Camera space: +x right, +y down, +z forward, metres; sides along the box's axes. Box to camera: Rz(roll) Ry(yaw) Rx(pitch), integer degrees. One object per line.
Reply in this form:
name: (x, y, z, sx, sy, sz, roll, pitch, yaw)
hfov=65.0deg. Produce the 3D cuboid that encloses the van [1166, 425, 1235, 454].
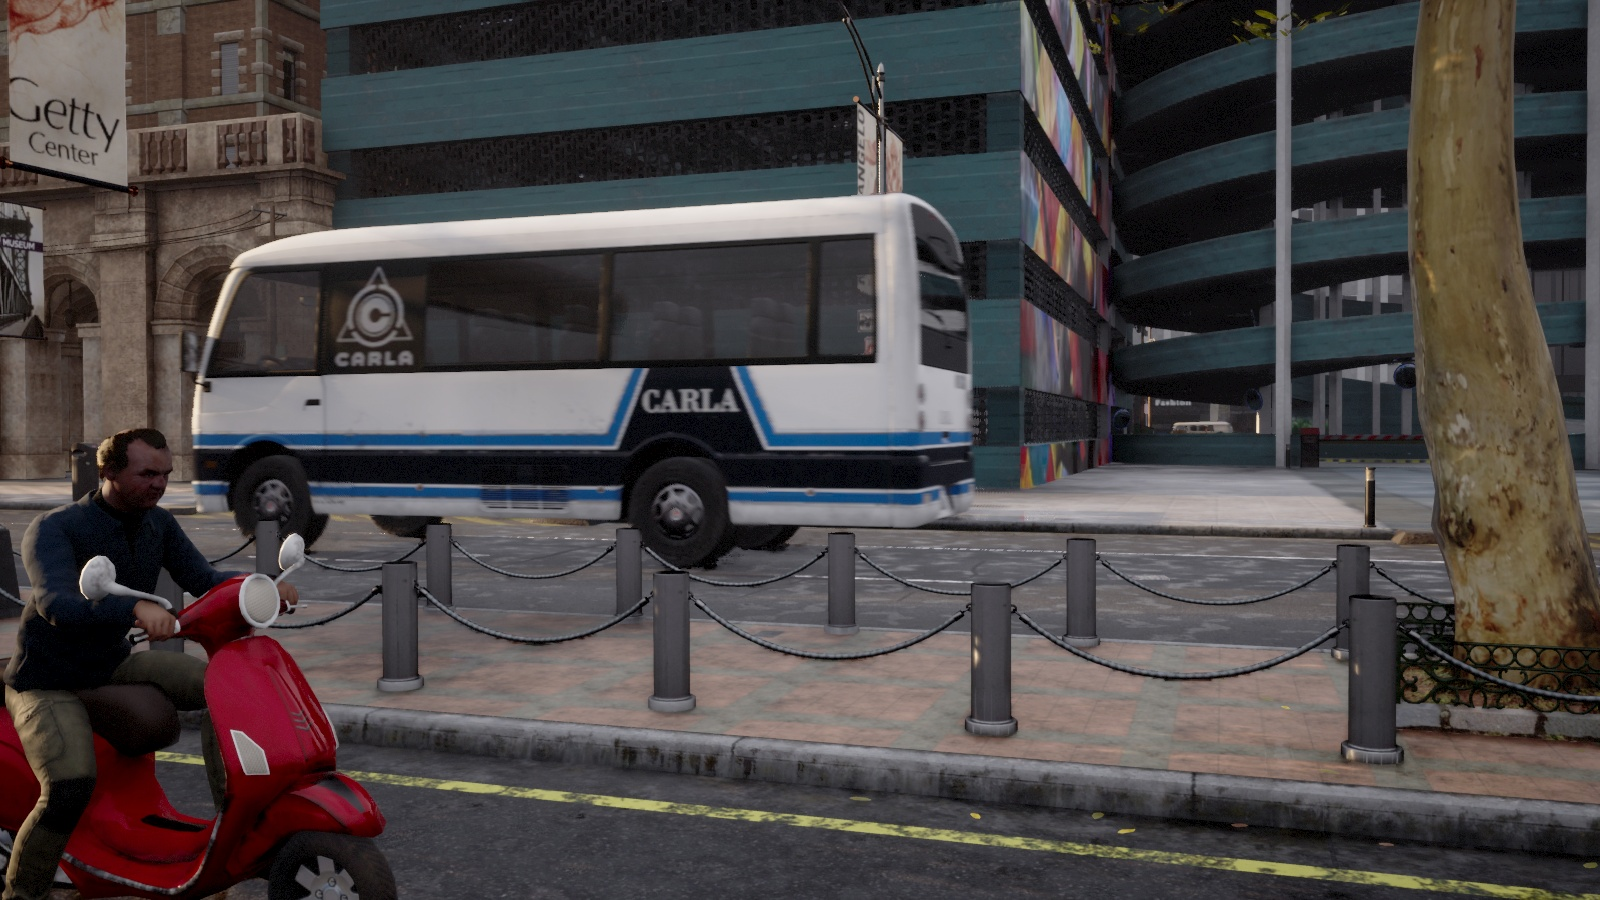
van: (27.999, -0.722, 87.827, 4.442, 1.987, 1.775, 1, 1, 22)

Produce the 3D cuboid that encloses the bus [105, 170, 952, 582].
bus: (-3.483, -0.827, 16.477, 10.273, 4.253, 3.944, 1, 1, 19)

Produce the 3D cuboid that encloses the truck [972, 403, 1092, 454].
truck: (16.323, -1.506, 88.160, 7.936, 3.462, 2.891, 1, 1, 18)

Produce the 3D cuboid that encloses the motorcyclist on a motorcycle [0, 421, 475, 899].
motorcyclist on a motorcycle: (-2.034, 0.710, 3.877, 1.817, 1.590, 0.866, 1, 1, 19)
